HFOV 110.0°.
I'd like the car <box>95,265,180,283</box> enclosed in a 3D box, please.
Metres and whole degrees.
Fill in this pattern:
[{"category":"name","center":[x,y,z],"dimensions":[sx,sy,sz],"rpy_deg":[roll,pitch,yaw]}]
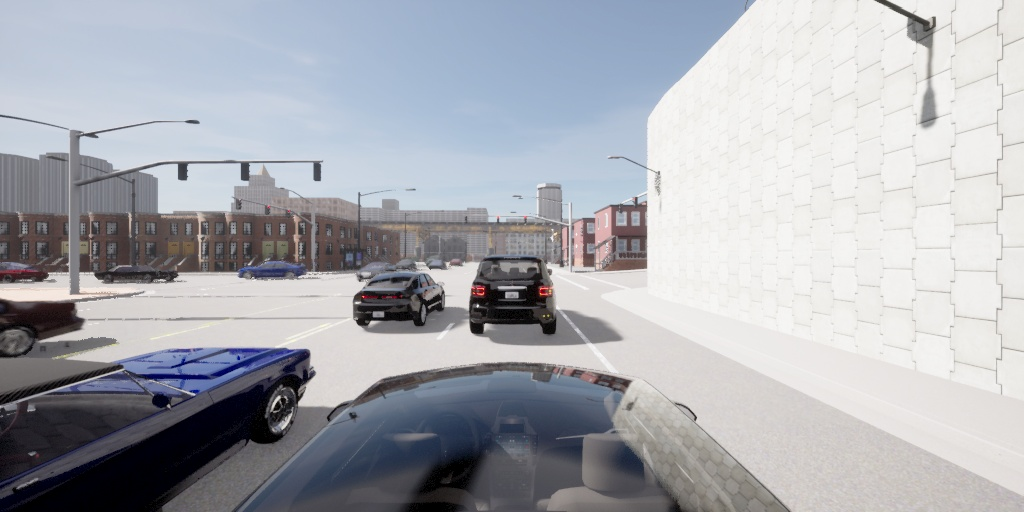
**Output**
[{"category":"car","center":[-28.178,1.351,27.081],"dimensions":[4.718,1.301,1.895],"rpy_deg":[0,0,0]}]

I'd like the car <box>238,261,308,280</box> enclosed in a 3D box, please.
[{"category":"car","center":[-20.459,1.228,30.807],"dimensions":[5.008,1.535,1.882],"rpy_deg":[0,2,-16]}]

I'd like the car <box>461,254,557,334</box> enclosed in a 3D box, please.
[{"category":"car","center":[0.062,0.971,10.734],"dimensions":[2.150,2.045,5.566],"rpy_deg":[0,0,1]}]

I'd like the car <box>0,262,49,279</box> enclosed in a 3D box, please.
[{"category":"car","center":[-38.295,1.351,27.045],"dimensions":[4.718,1.301,1.895],"rpy_deg":[0,0,0]}]

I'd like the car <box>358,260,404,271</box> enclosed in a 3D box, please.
[{"category":"car","center":[-10.607,1.241,28.390],"dimensions":[2.128,1.511,4.902],"rpy_deg":[0,0,0]}]

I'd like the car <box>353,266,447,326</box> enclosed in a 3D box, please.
[{"category":"car","center":[-3.422,1.255,11.624],"dimensions":[1.837,1.490,4.892],"rpy_deg":[0,0,0]}]

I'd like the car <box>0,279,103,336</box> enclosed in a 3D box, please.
[{"category":"car","center":[-10.600,1.297,5.670],"dimensions":[2.033,1.411,5.357],"rpy_deg":[0,0,0]}]

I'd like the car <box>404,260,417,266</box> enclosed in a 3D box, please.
[{"category":"car","center":[-14.108,1.254,47.914],"dimensions":[1.837,1.490,4.892],"rpy_deg":[0,0,0]}]

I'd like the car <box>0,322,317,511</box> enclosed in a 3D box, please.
[{"category":"car","center":[-3.397,1.351,2.370],"dimensions":[1.895,1.301,4.718],"rpy_deg":[0,0,0]}]

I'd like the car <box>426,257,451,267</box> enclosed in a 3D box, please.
[{"category":"car","center":[-10.610,1.297,51.320],"dimensions":[2.033,1.411,5.357],"rpy_deg":[0,0,0]}]
